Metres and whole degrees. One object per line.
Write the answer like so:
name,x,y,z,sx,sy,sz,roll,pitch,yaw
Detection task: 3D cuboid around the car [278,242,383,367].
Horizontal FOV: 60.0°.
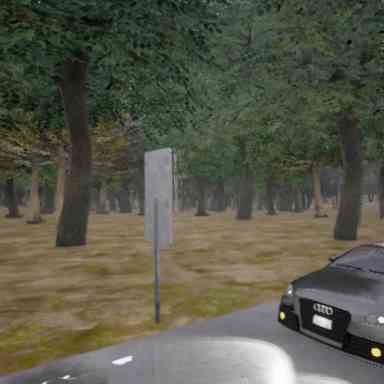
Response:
car,3.438,1.605,5.654,4.181,1.385,1.994,0,0,-34
